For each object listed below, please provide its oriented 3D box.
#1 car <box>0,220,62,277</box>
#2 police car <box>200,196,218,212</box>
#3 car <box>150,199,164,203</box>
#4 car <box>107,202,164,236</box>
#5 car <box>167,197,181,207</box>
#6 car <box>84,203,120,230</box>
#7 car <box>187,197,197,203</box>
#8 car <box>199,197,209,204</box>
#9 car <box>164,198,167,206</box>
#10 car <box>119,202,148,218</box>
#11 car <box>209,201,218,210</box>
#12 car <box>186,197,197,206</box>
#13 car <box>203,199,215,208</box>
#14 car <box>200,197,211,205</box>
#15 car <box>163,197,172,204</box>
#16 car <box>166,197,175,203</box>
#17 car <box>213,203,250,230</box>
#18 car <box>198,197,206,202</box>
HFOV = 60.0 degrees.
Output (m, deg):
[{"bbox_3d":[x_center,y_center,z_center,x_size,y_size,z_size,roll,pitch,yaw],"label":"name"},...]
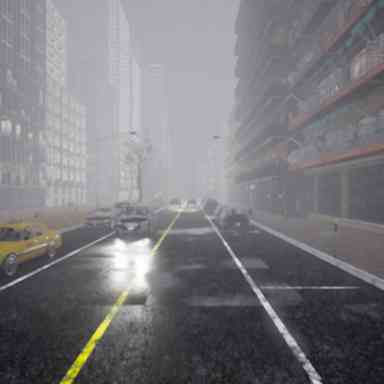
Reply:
[{"bbox_3d":[-5.685,1.577,10.451,1.752,1.417,4.829,0,0,0],"label":"car"},{"bbox_3d":[2.384,1.643,42.592,1.930,1.638,5.238,0,0,0],"label":"police car"},{"bbox_3d":[-5.670,1.781,49.178,1.752,1.417,4.829,0,0,0],"label":"car"},{"bbox_3d":[-3.090,1.588,19.308,2.128,1.511,4.902,0,0,0],"label":"car"},{"bbox_3d":[-3.011,1.797,60.172,1.882,1.535,5.008,0,0,1],"label":"car"},{"bbox_3d":[-5.681,1.659,21.686,2.008,1.369,4.403,0,0,0],"label":"car"},{"bbox_3d":[0.034,1.823,76.842,2.128,1.511,4.902,0,0,0],"label":"car"},{"bbox_3d":[2.722,1.970,77.007,2.008,1.369,4.403,0,0,0],"label":"car"},{"bbox_3d":[-5.665,1.903,60.414,1.802,1.307,4.206,0,0,0],"label":"car"},{"bbox_3d":[-5.676,1.716,32.750,2.008,1.369,4.403,0,0,0],"label":"car"},{"bbox_3d":[2.702,1.687,27.215,2.008,1.369,4.403,0,0,0],"label":"car"},{"bbox_3d":[0.027,1.856,61.865,1.812,1.442,4.674,0,0,0],"label":"car"},{"bbox_3d":[2.713,1.870,54.877,1.802,1.307,4.206,0,0,0],"label":"car"},{"bbox_3d":[2.717,1.793,65.943,1.967,1.590,4.097,0,0,0],"label":"car"},{"bbox_3d":[-5.658,1.944,76.841,1.752,1.417,4.829,0,0,0],"label":"car"},{"bbox_3d":[-5.654,2.034,88.076,1.887,1.381,4.507,0,0,0],"label":"car"},{"bbox_3d":[2.700,1.659,21.682,2.008,1.369,4.403,0,0,0],"label":"car"},{"bbox_3d":[2.726,2.039,88.073,2.008,1.369,4.403,0,0,0],"label":"car"}]
